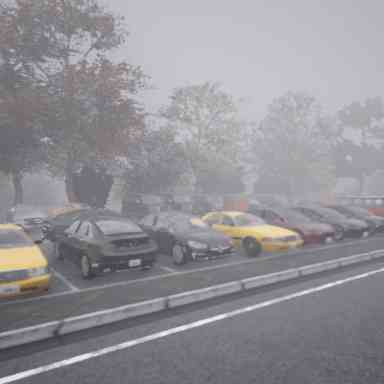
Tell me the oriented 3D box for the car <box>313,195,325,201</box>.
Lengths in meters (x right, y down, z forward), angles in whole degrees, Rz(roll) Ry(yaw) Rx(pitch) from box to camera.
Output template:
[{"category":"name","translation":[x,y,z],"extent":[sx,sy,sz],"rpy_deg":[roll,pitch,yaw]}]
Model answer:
[{"category":"car","translation":[12.145,1.393,36.913],"extent":[2.163,1.488,4.792],"rpy_deg":[0,0,-35]}]

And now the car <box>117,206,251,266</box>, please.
[{"category":"car","translation":[-0.555,1.470,11.805],"extent":[2.231,1.521,4.892],"rpy_deg":[0,0,-35]}]

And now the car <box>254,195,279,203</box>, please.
[{"category":"car","translation":[5.495,1.384,32.155],"extent":[2.097,1.535,5.008],"rpy_deg":[0,0,-35]}]

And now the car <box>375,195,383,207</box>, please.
[{"category":"car","translation":[30.203,1.312,49.758],"extent":[2.185,1.767,4.553],"rpy_deg":[0,0,-35]}]

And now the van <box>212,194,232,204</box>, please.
[{"category":"van","translation":[1.049,1.186,28.844],"extent":[1.878,1.987,4.442],"rpy_deg":[0,0,-35]}]

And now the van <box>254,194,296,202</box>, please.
[{"category":"van","translation":[7.830,1.147,33.676],"extent":[1.878,1.987,4.442],"rpy_deg":[0,0,-36]}]

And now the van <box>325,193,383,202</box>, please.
[{"category":"van","translation":[10.693,1.174,19.938],"extent":[1.878,1.987,4.442],"rpy_deg":[0,0,-35]}]

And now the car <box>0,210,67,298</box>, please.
[{"category":"car","translation":[-4.968,1.493,8.431],"extent":[1.946,1.575,5.366],"rpy_deg":[0,0,-35]}]

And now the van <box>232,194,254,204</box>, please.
[{"category":"van","translation":[3.172,1.172,30.640],"extent":[1.878,1.987,4.442],"rpy_deg":[0,0,-35]}]

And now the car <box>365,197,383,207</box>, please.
[{"category":"car","translation":[28.082,1.457,48.175],"extent":[2.163,1.488,4.792],"rpy_deg":[0,0,-35]}]

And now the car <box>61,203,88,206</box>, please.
[{"category":"car","translation":[-8.045,1.467,22.514],"extent":[2.097,1.535,5.008],"rpy_deg":[0,0,-35]}]

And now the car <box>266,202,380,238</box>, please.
[{"category":"car","translation":[6.253,1.457,16.603],"extent":[2.163,1.488,4.792],"rpy_deg":[0,0,-35]}]

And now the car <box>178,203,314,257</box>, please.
[{"category":"car","translation":[1.819,1.452,13.257],"extent":[1.946,1.575,5.366],"rpy_deg":[0,0,-35]}]

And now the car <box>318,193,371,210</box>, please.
[{"category":"car","translation":[19.019,1.135,41.802],"extent":[2.435,2.045,5.566],"rpy_deg":[0,0,-35]}]

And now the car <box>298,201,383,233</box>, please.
[{"category":"car","translation":[8.516,1.443,18.212],"extent":[2.163,1.488,4.792],"rpy_deg":[0,0,-35]}]

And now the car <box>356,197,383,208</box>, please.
[{"category":"car","translation":[25.809,1.457,46.591],"extent":[2.002,1.452,4.674],"rpy_deg":[0,0,-35]}]

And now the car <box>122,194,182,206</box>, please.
[{"category":"car","translation":[-3.517,1.188,25.706],"extent":[2.435,2.045,5.566],"rpy_deg":[0,0,-35]}]

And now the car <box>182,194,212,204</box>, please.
[{"category":"car","translation":[-1.259,1.174,27.312],"extent":[2.435,2.045,5.566],"rpy_deg":[0,0,-35]}]

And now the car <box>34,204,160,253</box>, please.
[{"category":"car","translation":[-4.042,1.498,14.756],"extent":[4.892,1.490,1.837],"rpy_deg":[0,0,-36]}]

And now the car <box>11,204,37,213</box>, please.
[{"category":"car","translation":[-10.408,1.521,20.843],"extent":[2.002,1.452,4.674],"rpy_deg":[0,0,-35]}]

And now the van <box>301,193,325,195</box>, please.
[{"category":"van","translation":[14.353,1.142,38.591],"extent":[1.878,1.987,4.442],"rpy_deg":[0,0,-35]}]

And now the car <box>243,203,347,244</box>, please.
[{"category":"car","translation":[3.991,1.470,14.994],"extent":[2.163,1.488,4.792],"rpy_deg":[0,0,-35]}]

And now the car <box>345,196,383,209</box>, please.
[{"category":"car","translation":[23.657,1.404,44.837],"extent":[1.946,1.575,5.366],"rpy_deg":[0,0,-35]}]

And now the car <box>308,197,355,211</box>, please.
[{"category":"car","translation":[16.795,1.406,40.150],"extent":[2.163,1.488,4.792],"rpy_deg":[0,0,-35]}]

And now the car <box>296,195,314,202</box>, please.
[{"category":"car","translation":[9.994,1.394,35.384],"extent":[2.163,1.488,4.792],"rpy_deg":[0,0,-35]}]
